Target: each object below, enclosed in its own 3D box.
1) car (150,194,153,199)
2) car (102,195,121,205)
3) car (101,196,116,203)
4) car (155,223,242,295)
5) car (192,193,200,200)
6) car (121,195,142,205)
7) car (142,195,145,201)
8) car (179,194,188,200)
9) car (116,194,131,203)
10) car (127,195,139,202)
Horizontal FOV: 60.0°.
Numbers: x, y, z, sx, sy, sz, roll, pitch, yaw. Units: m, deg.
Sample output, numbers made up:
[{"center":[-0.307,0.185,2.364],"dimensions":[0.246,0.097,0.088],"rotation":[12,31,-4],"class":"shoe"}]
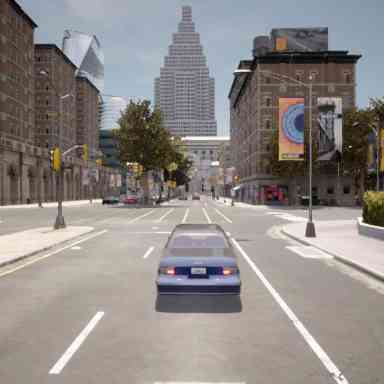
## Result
[{"center":[-10.534,1.355,79.545],"dimensions":[2.097,1.767,4.553],"rotation":[0,0,1],"class":"car"},{"center":[-14.367,1.601,58.578],"dimensions":[1.895,1.301,4.718],"rotation":[0,0,1],"class":"car"},{"center":[-17.406,1.595,69.730],"dimensions":[1.895,1.301,4.718],"rotation":[0,0,1],"class":"car"},{"center":[0.169,1.547,8.841],"dimensions":[2.033,1.411,5.357],"rotation":[0,0,1],"class":"car"},{"center":[1.095,1.350,89.921],"dimensions":[2.097,1.767,4.553],"rotation":[0,0,1],"class":"car"},{"center":[-10.848,1.478,59.760],"dimensions":[1.882,1.535,5.008],"rotation":[0,0,1],"class":"car"},{"center":[-10.658,1.500,69.556],"dimensions":[1.837,1.490,4.892],"rotation":[0,0,1],"class":"car"},{"center":[-2.410,1.540,89.562],"dimensions":[2.033,1.411,5.357],"rotation":[0,0,1],"class":"car"},{"center":[-14.169,1.355,68.684],"dimensions":[2.097,1.767,4.553],"rotation":[0,0,1],"class":"car"},{"center":[-14.044,1.478,78.783],"dimensions":[1.882,1.535,5.008],"rotation":[0,0,1],"class":"car"}]
